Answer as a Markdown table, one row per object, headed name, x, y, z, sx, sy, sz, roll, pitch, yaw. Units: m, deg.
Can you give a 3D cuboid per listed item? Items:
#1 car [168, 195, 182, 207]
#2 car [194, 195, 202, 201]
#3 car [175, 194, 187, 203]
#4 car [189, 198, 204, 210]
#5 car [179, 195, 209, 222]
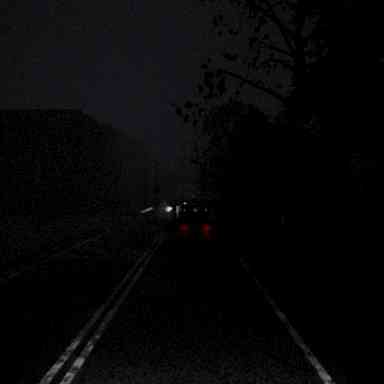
| name | x | y | z | sx | sy | sz | roll | pitch | yaw |
| --- | --- | --- | --- | --- | --- | --- | --- | --- | --- |
| car | -2.638 | 1.596 | 50.945 | 1.895 | 1.301 | 4.718 | 0 | 0 | 2 |
| car | 1.583 | 1.465 | 81.785 | 1.895 | 1.301 | 4.718 | 0 | 0 | 2 |
| car | -2.103 | 1.294 | 66.907 | 2.097 | 1.767 | 4.553 | 0 | 0 | 2 |
| car | 0.650 | 1.559 | 45.603 | 2.033 | 1.411 | 5.357 | 0 | 0 | 1 |
| car | 0.287 | 1.392 | 26.591 | 2.097 | 1.767 | 4.553 | 0 | 0 | 1 |
